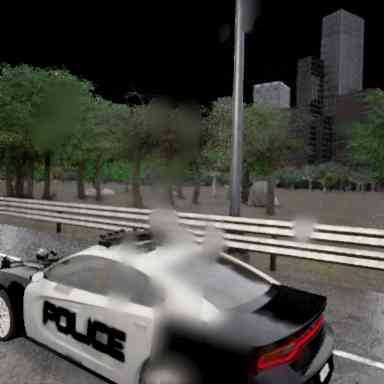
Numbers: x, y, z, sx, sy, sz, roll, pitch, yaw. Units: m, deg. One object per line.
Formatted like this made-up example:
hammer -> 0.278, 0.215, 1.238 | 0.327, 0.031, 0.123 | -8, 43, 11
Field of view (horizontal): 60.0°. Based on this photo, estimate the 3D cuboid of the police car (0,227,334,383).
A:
police car -> -0.903, 1.322, 4.515 | 5.238, 1.638, 1.930 | 2, 1, 35
